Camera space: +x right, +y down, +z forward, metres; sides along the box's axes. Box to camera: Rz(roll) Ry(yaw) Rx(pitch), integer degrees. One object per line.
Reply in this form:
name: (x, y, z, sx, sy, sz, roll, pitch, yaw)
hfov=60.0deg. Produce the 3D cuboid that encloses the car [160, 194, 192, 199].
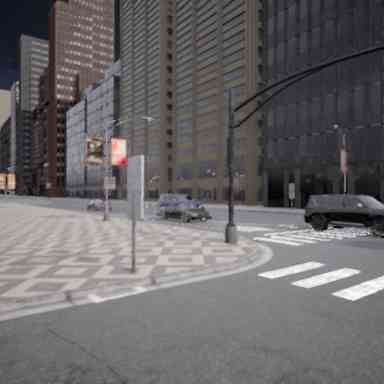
car: (-1.181, 1.215, 31.546, 2.150, 2.045, 5.566, 0, 0, -36)

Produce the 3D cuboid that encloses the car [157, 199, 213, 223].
car: (-0.721, 1.512, 25.344, 2.033, 1.411, 5.357, 0, 0, -36)

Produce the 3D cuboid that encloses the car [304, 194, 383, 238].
car: (8.729, 1.150, 17.790, 2.150, 2.045, 5.566, 0, 0, -36)

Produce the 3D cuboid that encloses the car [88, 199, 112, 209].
car: (-13.595, 1.681, 48.894, 1.895, 1.301, 4.718, 0, 0, -35)

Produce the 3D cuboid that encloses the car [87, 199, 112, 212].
car: (-11.121, 1.561, 39.807, 1.812, 1.442, 4.674, 0, -1, -35)
